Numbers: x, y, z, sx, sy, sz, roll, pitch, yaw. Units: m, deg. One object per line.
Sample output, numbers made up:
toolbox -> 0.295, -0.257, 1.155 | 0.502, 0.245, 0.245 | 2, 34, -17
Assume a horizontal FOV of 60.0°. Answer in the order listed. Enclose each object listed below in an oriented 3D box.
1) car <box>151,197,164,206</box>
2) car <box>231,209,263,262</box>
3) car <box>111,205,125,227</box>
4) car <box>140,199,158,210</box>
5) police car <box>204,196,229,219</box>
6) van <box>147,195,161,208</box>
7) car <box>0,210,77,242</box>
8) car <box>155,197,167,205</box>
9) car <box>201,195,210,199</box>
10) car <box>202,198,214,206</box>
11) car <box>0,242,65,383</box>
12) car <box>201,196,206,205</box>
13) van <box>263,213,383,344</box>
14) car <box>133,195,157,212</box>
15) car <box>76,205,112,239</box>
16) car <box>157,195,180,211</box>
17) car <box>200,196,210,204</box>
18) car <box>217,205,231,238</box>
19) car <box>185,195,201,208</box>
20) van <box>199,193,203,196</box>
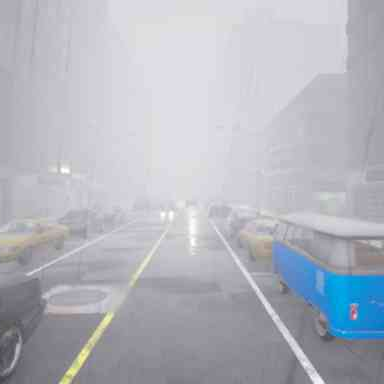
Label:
car -> -5.858, 1.611, 57.080 | 1.752, 1.417, 4.829 | 0, 0, 0
car -> 2.667, 1.547, 12.080 | 1.752, 1.417, 4.829 | 0, 0, 0
car -> -5.858, 1.584, 23.240 | 1.887, 1.381, 4.507 | 0, 0, 0
car -> -5.859, 1.623, 45.913 | 2.008, 1.369, 4.403 | 0, 0, 0
police car -> 2.366, 1.474, 29.670 | 1.930, 1.638, 5.238 | 0, 0, 0
van -> -5.859, 1.422, 51.582 | 1.690, 1.788, 3.998 | 0, 0, 0
car -> -5.858, 1.546, 11.734 | 1.752, 1.417, 4.829 | 0, 0, 0
car -> -5.858, 1.615, 62.750 | 1.752, 1.417, 4.829 | 0, 0, 0
car -> 2.667, 1.631, 51.595 | 2.008, 1.369, 4.403 | 0, 0, 0
car -> 2.667, 1.668, 57.265 | 1.802, 1.307, 4.206 | 0, 0, 0
car -> -3.092, 1.553, 2.688 | 2.033, 1.411, 5.357 | 0, 0, 0
car -> 2.667, 1.638, 45.927 | 1.947, 1.339, 4.313 | 0, 0, 0
van -> 2.667, 1.353, 6.242 | 1.690, 1.788, 3.998 | 0, 0, 0
car -> -5.859, 1.379, 40.246 | 2.192, 1.841, 5.009 | 0, 0, 0
car -> -5.858, 1.596, 17.572 | 1.947, 1.339, 4.313 | 0, 0, 0
car -> -3.082, 1.559, 42.530 | 2.128, 1.511, 4.902 | 0, 0, 0
car -> 2.667, 1.617, 68.775 | 1.752, 1.417, 4.829 | 0, 0, 0
car -> 2.667, 1.581, 17.580 | 2.008, 1.369, 4.403 | 0, 0, 0
car -> 0.015, 1.586, 50.177 | 1.837, 1.490, 4.892 | 0, 0, 0
van -> 2.667, 1.431, 62.936 | 1.690, 1.788, 3.998 | 0, 0, 0
